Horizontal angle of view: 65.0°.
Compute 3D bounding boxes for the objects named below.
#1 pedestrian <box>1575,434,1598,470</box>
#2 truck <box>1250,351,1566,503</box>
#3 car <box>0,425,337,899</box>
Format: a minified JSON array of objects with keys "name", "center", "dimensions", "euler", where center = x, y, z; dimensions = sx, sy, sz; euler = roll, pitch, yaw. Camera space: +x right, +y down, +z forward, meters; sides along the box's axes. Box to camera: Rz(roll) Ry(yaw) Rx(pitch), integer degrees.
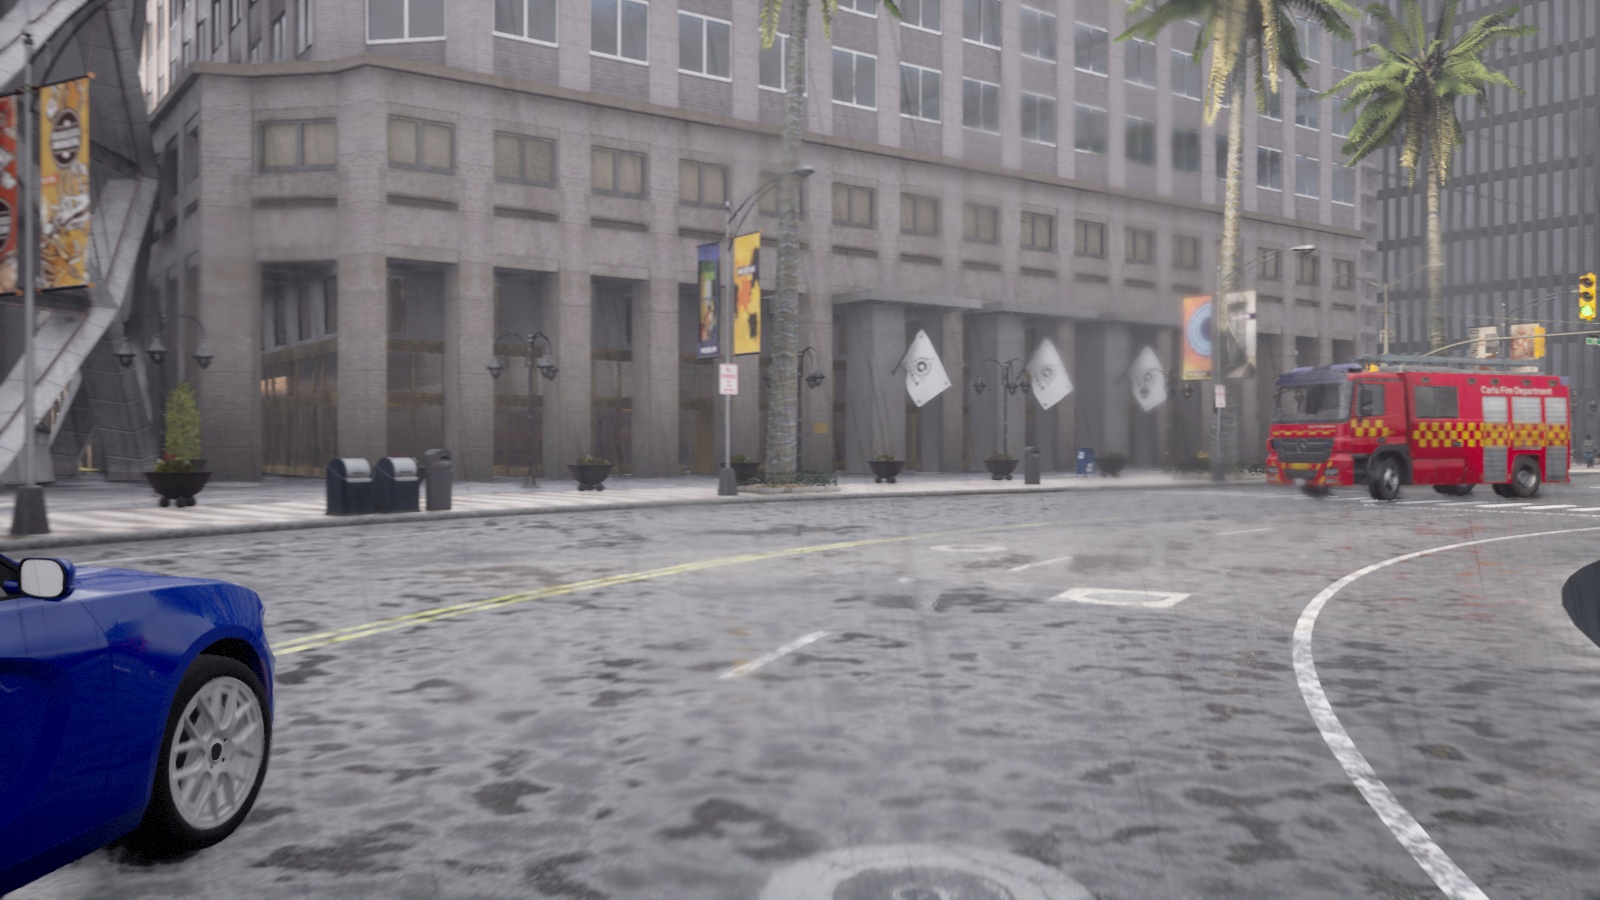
[{"name":"pedestrian","center":[41.407,0.106,66.121],"dimensions":[0.874,1.855,0.900],"euler":[0,0,45]},{"name":"truck","center":[16.755,-0.582,34.537],"dimensions":[8.468,3.827,2.891],"euler":[0,0,-22]},{"name":"car","center":[-3.209,0.701,3.115],"dimensions":[1.882,1.535,5.008],"euler":[0,0,5]}]
